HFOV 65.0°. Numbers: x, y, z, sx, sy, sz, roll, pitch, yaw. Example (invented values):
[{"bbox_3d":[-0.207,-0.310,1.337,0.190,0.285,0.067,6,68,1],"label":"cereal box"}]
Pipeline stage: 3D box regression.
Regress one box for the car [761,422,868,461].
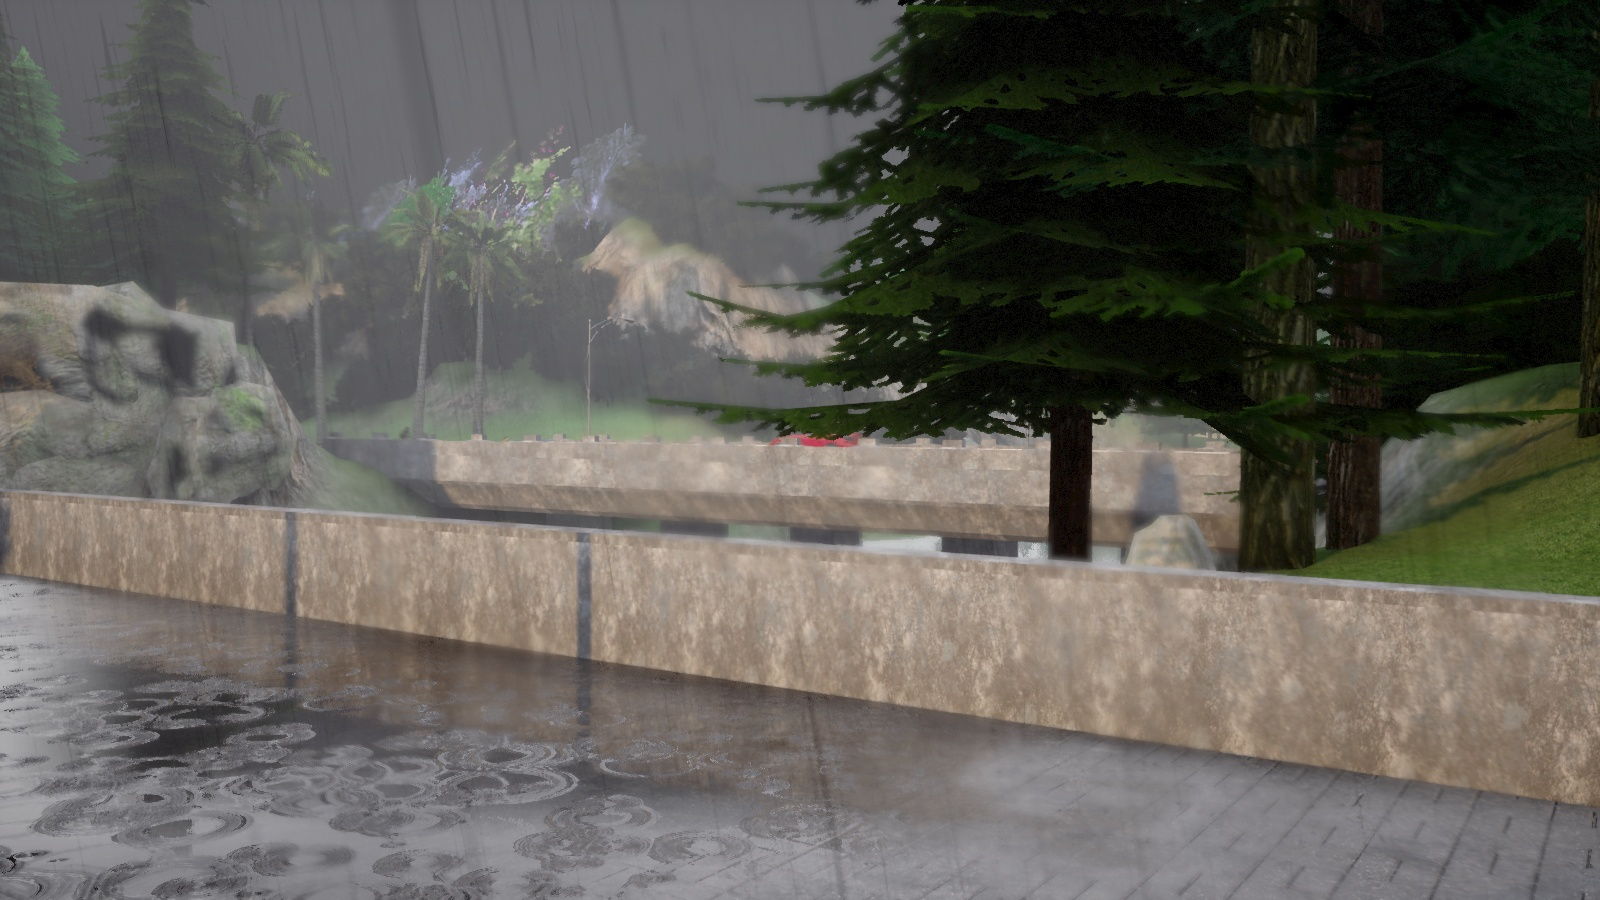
[{"bbox_3d":[0.758,-0.488,68.233,5.566,2.045,2.150,0,1,34],"label":"car"}]
